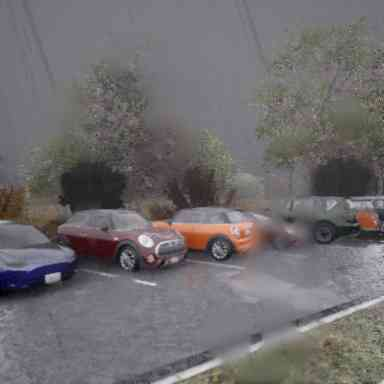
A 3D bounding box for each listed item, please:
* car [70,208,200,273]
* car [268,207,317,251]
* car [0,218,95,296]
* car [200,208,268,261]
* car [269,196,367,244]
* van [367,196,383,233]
[{"bbox_3d":[-2.336,1.364,10.729,4.553,1.767,2.185,-1,-1,35],"label":"car"},{"bbox_3d":[2.539,1.525,14.164,4.674,1.452,2.002,-1,-1,35],"label":"car"},{"bbox_3d":[-5.049,1.521,8.730,4.792,1.488,2.163,-1,-1,35],"label":"car"},{"bbox_3d":[0.136,1.361,12.413,4.553,1.767,2.185,-1,0,35],"label":"car"},{"bbox_3d":[4.935,1.232,15.905,5.566,2.045,2.435,-1,0,34],"label":"car"},{"bbox_3d":[7.482,1.254,17.553,4.442,1.987,1.878,-1,-1,35],"label":"van"}]
